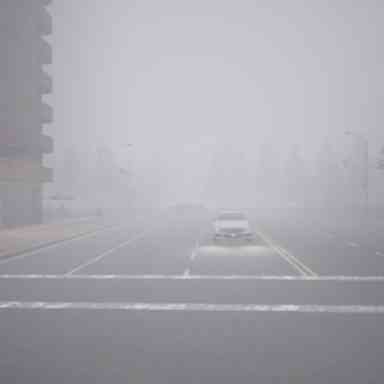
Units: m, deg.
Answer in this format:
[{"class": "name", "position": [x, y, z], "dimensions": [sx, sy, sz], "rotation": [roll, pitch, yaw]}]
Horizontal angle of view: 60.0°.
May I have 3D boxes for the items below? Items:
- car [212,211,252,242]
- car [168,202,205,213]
[{"class": "car", "position": [2.086, 1.741, 17.756], "dimensions": [1.812, 1.442, 4.674], "rotation": [-1, -1, 4]}, {"class": "car", "position": [-0.812, 2.141, 46.928], "dimensions": [5.357, 1.411, 2.033], "rotation": [-1, -1, 34]}]
